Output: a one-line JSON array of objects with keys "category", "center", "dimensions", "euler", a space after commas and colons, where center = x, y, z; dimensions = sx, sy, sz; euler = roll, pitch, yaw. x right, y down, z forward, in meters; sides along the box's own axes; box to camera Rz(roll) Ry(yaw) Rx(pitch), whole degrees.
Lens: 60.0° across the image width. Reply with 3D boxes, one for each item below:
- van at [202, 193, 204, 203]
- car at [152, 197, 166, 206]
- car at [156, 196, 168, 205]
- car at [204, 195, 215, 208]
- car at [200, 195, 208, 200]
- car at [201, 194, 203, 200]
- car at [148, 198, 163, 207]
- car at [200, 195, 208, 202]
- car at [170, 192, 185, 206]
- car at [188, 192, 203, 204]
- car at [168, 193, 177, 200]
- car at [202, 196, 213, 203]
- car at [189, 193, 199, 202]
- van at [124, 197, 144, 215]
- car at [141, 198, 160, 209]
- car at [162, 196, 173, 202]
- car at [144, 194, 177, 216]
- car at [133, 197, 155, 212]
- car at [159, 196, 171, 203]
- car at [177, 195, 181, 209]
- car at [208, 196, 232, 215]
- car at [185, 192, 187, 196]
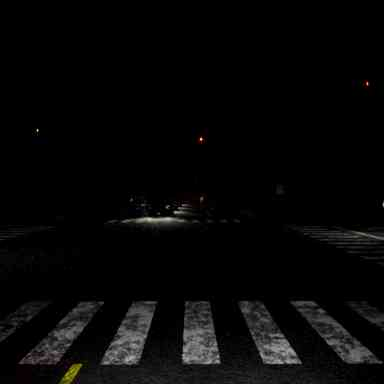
[{"category": "van", "center": [3.046, 1.344, 56.031], "dimensions": [1.690, 1.788, 3.998], "euler": [0, 0, 0]}, {"category": "car", "center": [-5.479, 1.568, 56.084], "dimensions": [1.947, 1.339, 4.313], "euler": [0, 0, 0]}, {"category": "car", "center": [-5.441, 1.527, 61.582], "dimensions": [1.752, 1.417, 4.829], "euler": [0, 0, 0]}, {"category": "car", "center": [2.969, 1.443, 44.693], "dimensions": [1.967, 1.590, 4.097], "euler": [0, 0, 0]}, {"category": "car", "center": [3.280, 1.557, 90.047], "dimensions": [1.947, 1.339, 4.313], "euler": [0, 0, 0]}, {"category": "car", "center": [3.087, 1.527, 61.870], "dimensions": [1.752, 1.417, 4.829], "euler": [0, 0, 0]}, {"category": "car", "center": [-5.518, 1.585, 50.416], "dimensions": [1.802, 1.307, 4.206], "euler": [0, 0, 0]}, {"category": "car", "center": [2.890, 1.453, 79.541], "dimensions": [1.801, 1.575, 5.366], "euler": [0, 0, 0]}, {"category": "car", "center": [-2.741, 1.224, 52.172], "dimensions": [2.150, 2.045, 5.566], "euler": [0, 0, 1]}, {"category": "car", "center": [0.430, 1.223, 63.379], "dimensions": [2.150, 2.045, 5.566], "euler": [0, 0, 0]}, {"category": "car", "center": [-5.246, 1.306, 90.093], "dimensions": [2.192, 1.841, 5.009], "euler": [0, 0, 0]}, {"category": "car", "center": [3.124, 1.551, 67.370], "dimensions": [2.008, 1.369, 4.403], "euler": [0, 0, 0]}, {"category": "car", "center": [0.501, 1.186, 73.739], "dimensions": [2.097, 1.767, 4.553], "euler": [0, 0, 0]}, {"category": "van", "center": [-5.635, 1.343, 33.411], "dimensions": [1.690, 1.788, 3.998], "euler": [0, 0, 0]}, {"category": "car", "center": [-5.556, 1.569, 44.747], "dimensions": [1.947, 1.339, 4.313], "euler": [0, 0, 0]}, {"category": "car", "center": [-5.362, 1.543, 73.088], "dimensions": [1.887, 1.381, 4.507], "euler": [0, 0, 0]}, {"category": "car", "center": [-2.925, 1.354, 32.108], "dimensions": [2.097, 1.767, 4.553], "euler": [0, 0, 2]}, {"category": "car", "center": [-5.596, 1.442, 39.079], "dimensions": [1.967, 1.590, 4.097], "euler": [0, 0, 0]}, {"category": "car", "center": [-5.401, 1.566, 67.420], "dimensions": [1.947, 1.339, 4.313], "euler": [0, 0, 0]}, {"category": "car", "center": [-2.815, 1.480, 42.045], "dimensions": [1.882, 1.535, 5.008], "euler": [0, 0, 1]}, {"category": "car", "center": [2.891, 1.442, 33.355], "dimensions": [1.967, 1.590, 4.097], "euler": [0, 0, 0]}, {"category": "car", "center": [-2.629, 1.353, 62.398], "dimensions": [2.097, 1.767, 4.553], "euler": [0, 0, 1]}]
